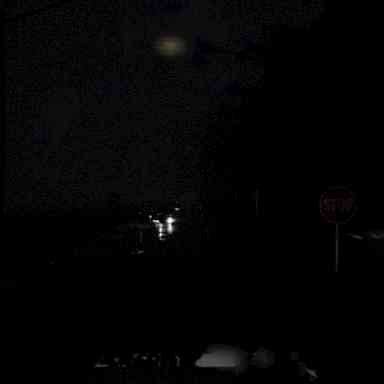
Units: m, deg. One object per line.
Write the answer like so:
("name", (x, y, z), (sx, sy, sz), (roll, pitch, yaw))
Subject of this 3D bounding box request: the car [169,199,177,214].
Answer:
("car", (-3.077, 1.761, 37.721), (1.895, 1.301, 4.718), (0, 0, 0))

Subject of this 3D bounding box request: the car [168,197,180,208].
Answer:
("car", (-3.046, 1.519, 51.783), (2.097, 1.767, 4.553), (0, 0, 0))

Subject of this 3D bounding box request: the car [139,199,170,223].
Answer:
("car", (-3.084, 1.622, 27.064), (1.837, 1.490, 4.892), (0, 0, 0))
